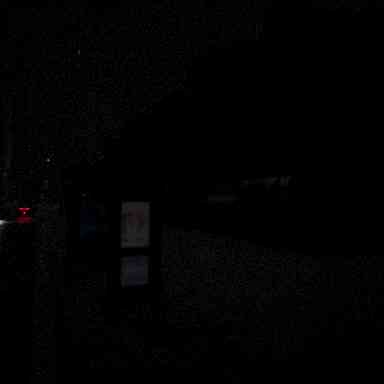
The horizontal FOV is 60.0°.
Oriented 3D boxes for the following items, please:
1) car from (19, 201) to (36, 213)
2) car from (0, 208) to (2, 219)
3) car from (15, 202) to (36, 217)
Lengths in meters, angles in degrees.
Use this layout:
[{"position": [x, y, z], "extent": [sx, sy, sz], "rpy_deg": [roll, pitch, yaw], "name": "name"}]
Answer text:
[{"position": [-24.150, 2.198, 48.921], "extent": [2.128, 1.511, 4.902], "rpy_deg": [2, -1, -24], "name": "car"}, {"position": [-19.577, 1.905, 32.127], "extent": [1.837, 1.490, 4.892], "rpy_deg": [2, -2, -24], "name": "car"}, {"position": [-19.443, 2.059, 38.772], "extent": [1.837, 1.490, 4.892], "rpy_deg": [2, -2, -25], "name": "car"}]
